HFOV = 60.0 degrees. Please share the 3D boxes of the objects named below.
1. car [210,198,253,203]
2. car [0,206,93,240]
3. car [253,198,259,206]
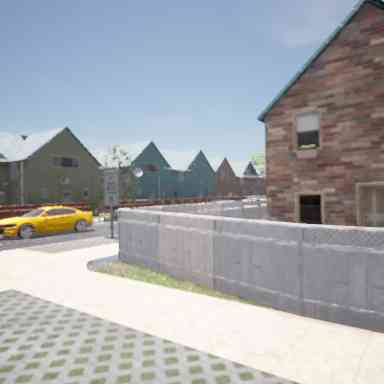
[{"bbox_3d":[2.821,1.353,27.218,1.837,1.490,4.892,-2,-1,36],"label":"car"},{"bbox_3d":[-7.725,1.522,17.783,1.882,1.535,5.008,-2,-1,36],"label":"car"},{"bbox_3d":[6.828,1.421,37.665,1.994,1.385,4.181,-2,-1,36],"label":"car"}]
